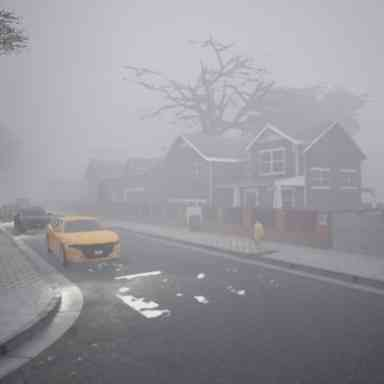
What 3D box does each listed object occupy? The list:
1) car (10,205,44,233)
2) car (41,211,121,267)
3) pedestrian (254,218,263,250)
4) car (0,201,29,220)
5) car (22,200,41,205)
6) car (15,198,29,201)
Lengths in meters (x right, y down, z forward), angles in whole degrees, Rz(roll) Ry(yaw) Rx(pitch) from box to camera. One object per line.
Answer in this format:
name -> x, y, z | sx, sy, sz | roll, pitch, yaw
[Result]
car -> -10.924, 1.843, 22.715 | 1.837, 1.490, 4.892 | 0, -1, -34
car -> -4.263, 1.670, 12.656 | 1.882, 1.535, 5.008 | 0, 0, -32
pedestrian -> 2.606, 1.545, 12.893 | 0.375, 1.300, 0.375 | 0, -1, -34
car -> -18.561, 2.007, 34.172 | 2.128, 1.511, 4.902 | 0, -1, -33
car -> -19.286, 2.056, 40.423 | 1.882, 1.535, 5.008 | 0, -1, -33
car -> -25.167, 1.950, 49.130 | 2.150, 2.045, 5.566 | 0, -1, -34
